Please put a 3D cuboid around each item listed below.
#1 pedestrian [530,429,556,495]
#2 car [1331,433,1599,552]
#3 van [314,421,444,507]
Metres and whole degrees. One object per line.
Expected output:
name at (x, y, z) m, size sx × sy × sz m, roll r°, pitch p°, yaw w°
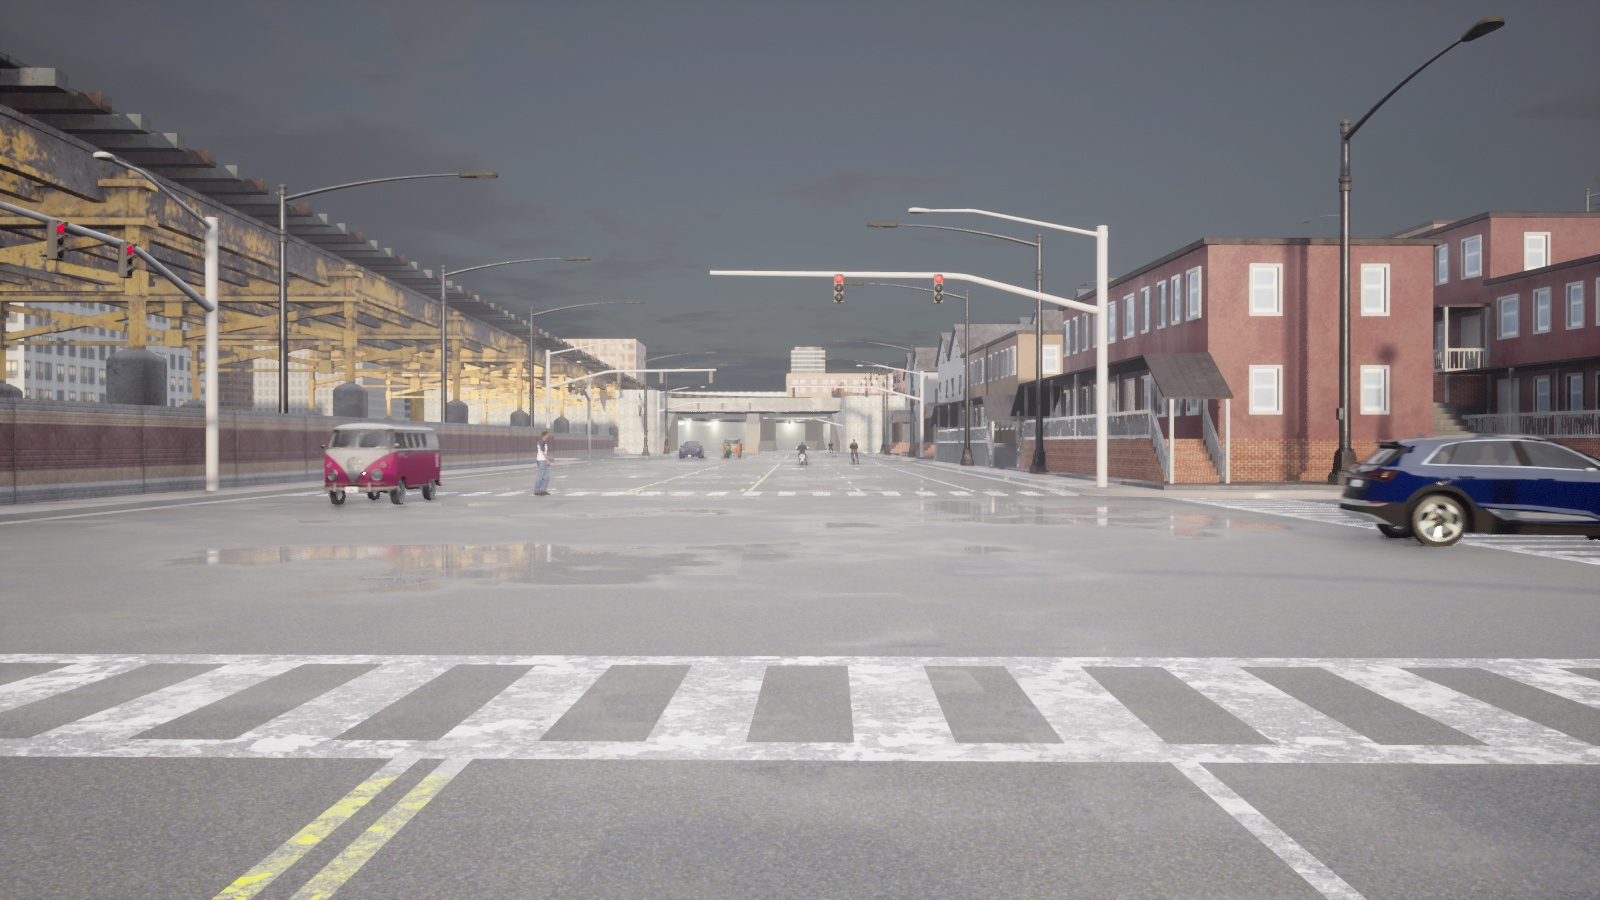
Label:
pedestrian at (-7.146, 0.329, 34.947) m, size 0.706 × 1.836 × 0.354 m, roll 0°, pitch 0°, yaw -14°
car at (10.673, 0.581, 18.539) m, size 4.856 × 1.649 × 2.033 m, roll 0°, pitch 0°, yaw 8°
van at (-10.433, 0.313, 31.472) m, size 1.775 × 1.987 × 4.442 m, roll 0°, pitch 0°, yaw 0°
